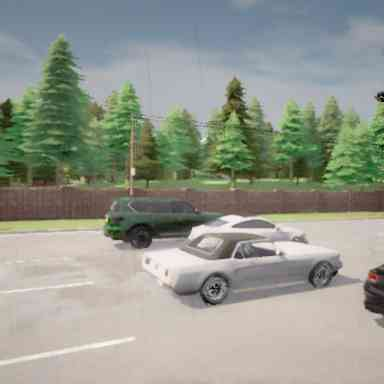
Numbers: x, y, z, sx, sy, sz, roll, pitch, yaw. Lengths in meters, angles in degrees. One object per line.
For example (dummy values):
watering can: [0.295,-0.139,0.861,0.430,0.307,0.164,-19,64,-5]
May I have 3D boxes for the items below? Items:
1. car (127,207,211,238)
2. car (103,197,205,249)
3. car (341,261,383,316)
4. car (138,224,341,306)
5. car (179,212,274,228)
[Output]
car: [-1.272,1.607,18.401,4.181,1.385,1.994,0,0,-25]
car: [-1.046,1.255,14.629,5.566,2.045,2.150,0,0,-26]
car: [5.133,1.579,5.958,4.674,1.442,1.812,0,0,-26]
car: [1.320,1.632,8.004,4.718,1.301,1.895,0,0,-25]
car: [2.120,1.576,12.277,4.674,1.442,1.812,0,0,-26]
